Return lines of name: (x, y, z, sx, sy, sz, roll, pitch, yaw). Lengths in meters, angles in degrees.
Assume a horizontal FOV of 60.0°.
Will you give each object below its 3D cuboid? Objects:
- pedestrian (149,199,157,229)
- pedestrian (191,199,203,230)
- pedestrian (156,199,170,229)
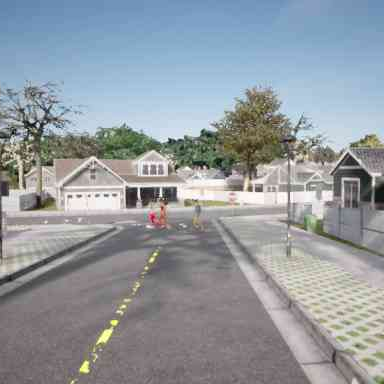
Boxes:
pedestrian: (-2.346, 1.275, 20.075, 0.375, 1.860, 0.375, -3, 3, 0)
pedestrian: (0.250, 1.275, 18.861, 0.375, 1.860, 0.375, -3, 3, 0)
pedestrian: (-1.716, 1.274, 19.478, 0.375, 1.860, 0.375, -3, 3, 0)
